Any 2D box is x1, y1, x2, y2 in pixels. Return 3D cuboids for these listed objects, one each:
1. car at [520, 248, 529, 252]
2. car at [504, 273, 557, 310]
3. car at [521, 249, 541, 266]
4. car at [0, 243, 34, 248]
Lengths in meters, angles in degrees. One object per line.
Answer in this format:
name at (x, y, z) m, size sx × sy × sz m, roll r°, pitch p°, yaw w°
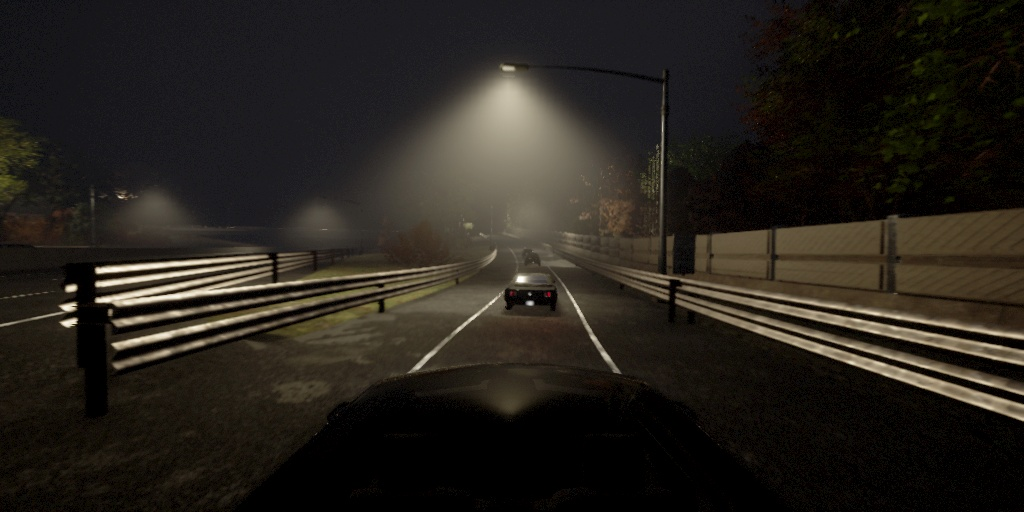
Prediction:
car at (2.328, -0.408, 53.559) m, size 1.837 × 1.490 × 4.892 m, roll 1°, pitch 5°, yaw -2°
car at (0.850, 1.348, 14.758) m, size 1.895 × 1.301 × 4.718 m, roll 1°, pitch 0°, yaw 5°
car at (2.390, 0.336, 42.871) m, size 1.837 × 1.490 × 4.892 m, roll 1°, pitch 3°, yaw 0°
car at (-38.358, -0.161, 26.930) m, size 2.097 × 1.767 × 4.553 m, roll 0°, pitch 1°, yaw -20°
